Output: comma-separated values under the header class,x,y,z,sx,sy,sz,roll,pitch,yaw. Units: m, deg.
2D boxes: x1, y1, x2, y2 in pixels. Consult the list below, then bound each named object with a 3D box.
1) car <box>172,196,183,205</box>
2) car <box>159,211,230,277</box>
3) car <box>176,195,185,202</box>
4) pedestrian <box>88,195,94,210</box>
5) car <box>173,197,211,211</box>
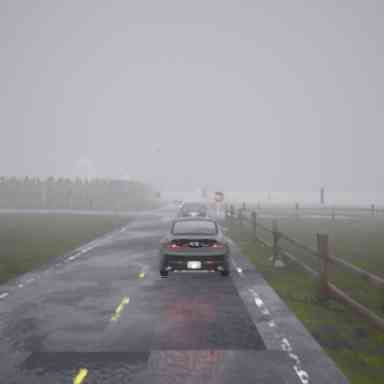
class,x,y,z,sx,sy,sz,roll,pitch,yaw
car,-2.783,1.589,63.287,1.882,1.535,5.008,0,0,1
car,0.095,1.520,10.283,1.837,1.490,4.892,0,-1,1
car,-2.754,1.613,78.696,1.882,1.535,5.008,0,0,0
pedestrian,-12.172,1.206,40.021,0.375,1.860,0.375,0,-2,0
car,0.152,1.390,21.409,2.097,1.767,4.553,0,0,2
